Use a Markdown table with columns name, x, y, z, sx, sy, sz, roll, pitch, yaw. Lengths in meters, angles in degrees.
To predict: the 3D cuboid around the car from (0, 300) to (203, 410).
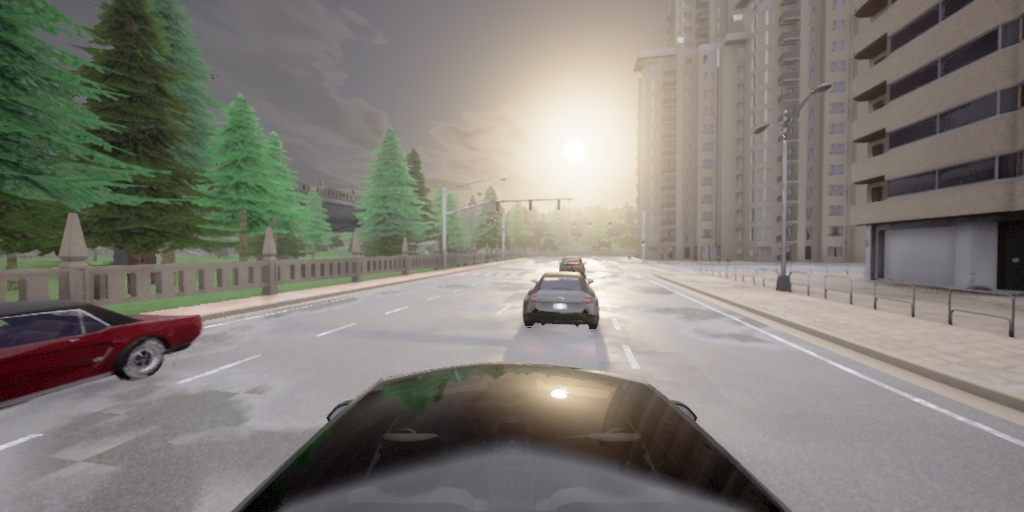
| name | x | y | z | sx | sy | sz | roll | pitch | yaw |
| --- | --- | --- | --- | --- | --- | --- | --- | --- | --- |
| car | -6.763 | 1.300 | 4.339 | 1.895 | 1.301 | 4.718 | 0 | 1 | 5 |

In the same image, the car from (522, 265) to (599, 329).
| name | x | y | z | sx | sy | sz | roll | pitch | yaw |
| --- | --- | --- | --- | --- | --- | --- | --- | --- | --- |
| car | 1.483 | 1.154 | 10.671 | 1.994 | 1.385 | 4.181 | 0 | 1 | 9 |

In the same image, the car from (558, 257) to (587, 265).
| name | x | y | z | sx | sy | sz | roll | pitch | yaw |
| --- | --- | --- | --- | --- | --- | --- | --- | --- | --- |
| car | 4.492 | 0.809 | 26.692 | 1.837 | 1.490 | 4.892 | 0 | 1 | 11 |
